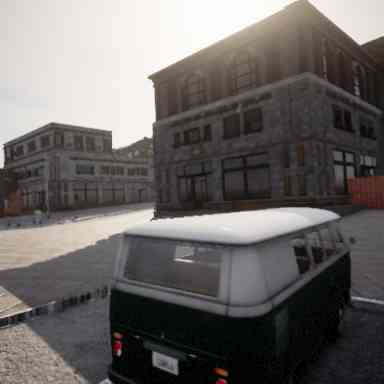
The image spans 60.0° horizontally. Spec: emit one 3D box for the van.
[{"bbox_3d":[1.015,1.261,4.738,1.878,1.987,4.442,-1,0,36],"label":"van"}]
